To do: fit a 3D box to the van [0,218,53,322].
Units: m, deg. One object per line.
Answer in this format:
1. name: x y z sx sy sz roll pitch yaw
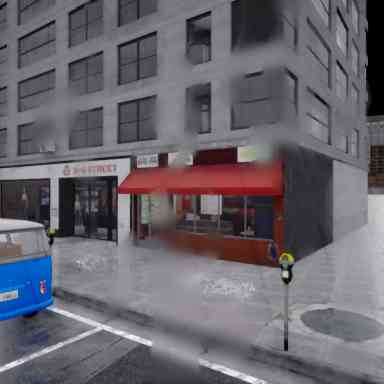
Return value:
1. van: -4.280 1.340 6.130 3.998 1.788 1.690 0 0 35
